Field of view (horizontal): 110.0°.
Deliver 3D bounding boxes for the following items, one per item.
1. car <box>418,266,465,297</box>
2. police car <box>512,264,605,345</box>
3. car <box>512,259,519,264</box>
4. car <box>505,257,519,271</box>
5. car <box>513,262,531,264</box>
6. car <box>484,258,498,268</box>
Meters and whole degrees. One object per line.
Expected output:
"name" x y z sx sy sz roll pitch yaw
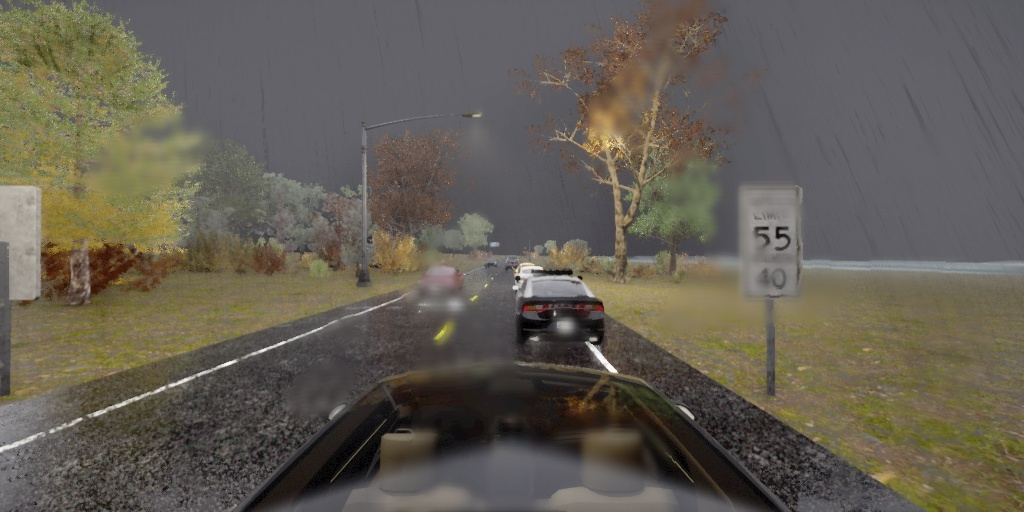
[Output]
"car" -3.593 1.270 19.069 1.812 1.442 4.674 0 0 0
"police car" 1.048 1.173 9.647 1.930 1.638 5.238 0 0 0
"car" 1.068 1.197 25.721 1.801 1.575 5.366 0 0 0
"car" 0.096 1.234 48.799 1.837 1.490 4.892 0 0 1
"car" 1.055 1.270 19.531 1.812 1.442 4.674 0 0 0
"car" -3.484 1.072 60.820 2.097 1.767 4.553 0 0 0
